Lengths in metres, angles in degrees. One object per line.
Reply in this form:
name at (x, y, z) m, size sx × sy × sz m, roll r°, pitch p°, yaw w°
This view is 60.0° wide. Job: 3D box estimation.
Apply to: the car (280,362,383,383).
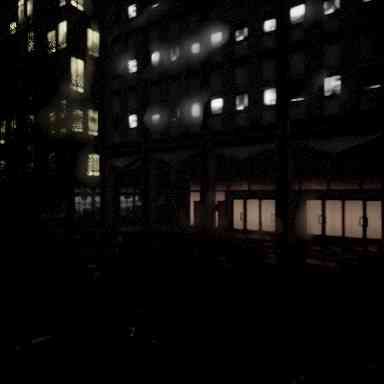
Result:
car at (2.198, 1.567, 1.311) m, size 4.313 × 1.339 × 1.947 m, roll 0°, pitch 0°, yaw 35°
